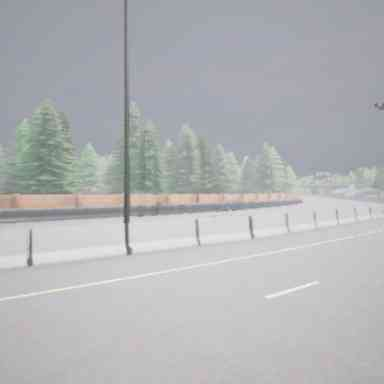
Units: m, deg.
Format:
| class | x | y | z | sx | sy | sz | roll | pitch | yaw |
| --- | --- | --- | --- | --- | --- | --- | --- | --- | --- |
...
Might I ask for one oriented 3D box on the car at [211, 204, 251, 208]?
| class | x | y | z | sx | sy | sz | roll | pitch | yaw |
| --- | --- | --- | --- | --- | --- | --- | --- | --- | --- |
| car | 4.251 | 1.474 | 35.383 | 2.033 | 1.411 | 5.357 | -1 | -1 | 44 |
